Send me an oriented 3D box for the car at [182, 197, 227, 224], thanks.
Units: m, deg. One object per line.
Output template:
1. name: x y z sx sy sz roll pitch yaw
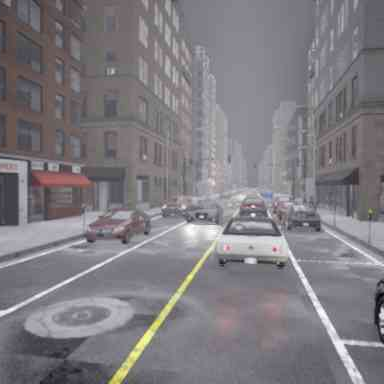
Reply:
1. car: 0.920 1.230 21.318 1.994 1.385 4.181 1 1 11

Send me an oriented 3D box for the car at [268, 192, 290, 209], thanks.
1. car: 7.958 1.034 29.094 1.967 1.590 4.097 1 1 11

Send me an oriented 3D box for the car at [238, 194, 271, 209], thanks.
1. car: 4.332 1.159 23.522 1.837 1.490 4.892 1 0 11

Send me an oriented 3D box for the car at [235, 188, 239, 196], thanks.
1. car: 10.241 0.247 84.772 1.752 1.417 4.829 1 1 11

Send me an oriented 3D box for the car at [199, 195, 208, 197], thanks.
1. car: 0.037 1.042 30.399 1.752 1.417 4.829 1 1 11

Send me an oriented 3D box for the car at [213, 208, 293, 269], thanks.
1. car: 1.923 1.443 10.692 1.895 1.301 4.718 1 1 11

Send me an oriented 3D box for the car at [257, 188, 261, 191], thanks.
1. car: 19.210 0.029 89.046 2.192 1.841 5.009 1 1 11

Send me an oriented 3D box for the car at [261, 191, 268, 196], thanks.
1. car: 18.160 0.381 83.467 1.802 1.307 4.206 1 1 11

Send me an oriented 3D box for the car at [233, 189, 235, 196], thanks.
1. car: 7.128 0.511 68.187 1.887 1.381 4.507 1 1 11

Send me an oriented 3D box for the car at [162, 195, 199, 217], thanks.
1. car: -0.949 1.033 25.142 1.967 1.590 4.097 1 1 11

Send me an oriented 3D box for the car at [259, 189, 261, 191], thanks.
1. car: 16.064 0.547 72.300 1.802 1.307 4.206 1 1 11

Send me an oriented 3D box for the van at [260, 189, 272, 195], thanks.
1. van: 13.970 0.469 61.130 1.690 1.788 3.998 1 1 11

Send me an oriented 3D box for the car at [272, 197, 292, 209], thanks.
1. car: 6.939 1.254 23.673 1.802 1.307 4.206 1 1 11

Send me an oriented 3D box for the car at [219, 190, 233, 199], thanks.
1. car: 6.080 0.598 62.604 2.008 1.369 4.403 1 1 11

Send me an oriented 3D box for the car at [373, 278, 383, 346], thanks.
1. car: 3.419 1.327 3.004 2.097 1.767 4.553 1 1 11

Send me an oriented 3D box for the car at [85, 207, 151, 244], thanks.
1. car: -2.985 1.332 14.297 1.802 1.307 4.206 1 1 11

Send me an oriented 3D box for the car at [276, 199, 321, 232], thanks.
1. car: 5.921 1.302 18.248 2.008 1.369 4.403 1 1 11

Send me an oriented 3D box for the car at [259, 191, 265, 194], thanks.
1. car: 6.363 0.995 34.895 1.837 1.490 4.892 1 1 11
